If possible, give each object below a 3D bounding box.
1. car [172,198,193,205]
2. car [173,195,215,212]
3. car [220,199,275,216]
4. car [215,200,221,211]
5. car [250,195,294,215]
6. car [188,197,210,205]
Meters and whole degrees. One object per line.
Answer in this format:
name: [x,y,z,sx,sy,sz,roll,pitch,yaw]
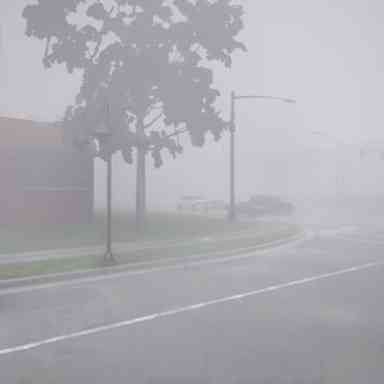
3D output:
car: [-1.905,1.850,65.168,1.895,1.301,4.718,0,0,-34]
car: [0.116,1.394,43.077,2.150,2.045,5.566,0,0,-33]
car: [5.695,1.717,34.692,2.033,1.411,5.357,0,0,-34]
car: [3.380,1.760,44.482,1.994,1.385,4.181,0,0,-34]
car: [8.579,1.415,36.674,2.150,2.045,5.566,0,0,-34]
car: [1.280,1.751,66.703,1.882,1.535,5.008,0,0,-34]
